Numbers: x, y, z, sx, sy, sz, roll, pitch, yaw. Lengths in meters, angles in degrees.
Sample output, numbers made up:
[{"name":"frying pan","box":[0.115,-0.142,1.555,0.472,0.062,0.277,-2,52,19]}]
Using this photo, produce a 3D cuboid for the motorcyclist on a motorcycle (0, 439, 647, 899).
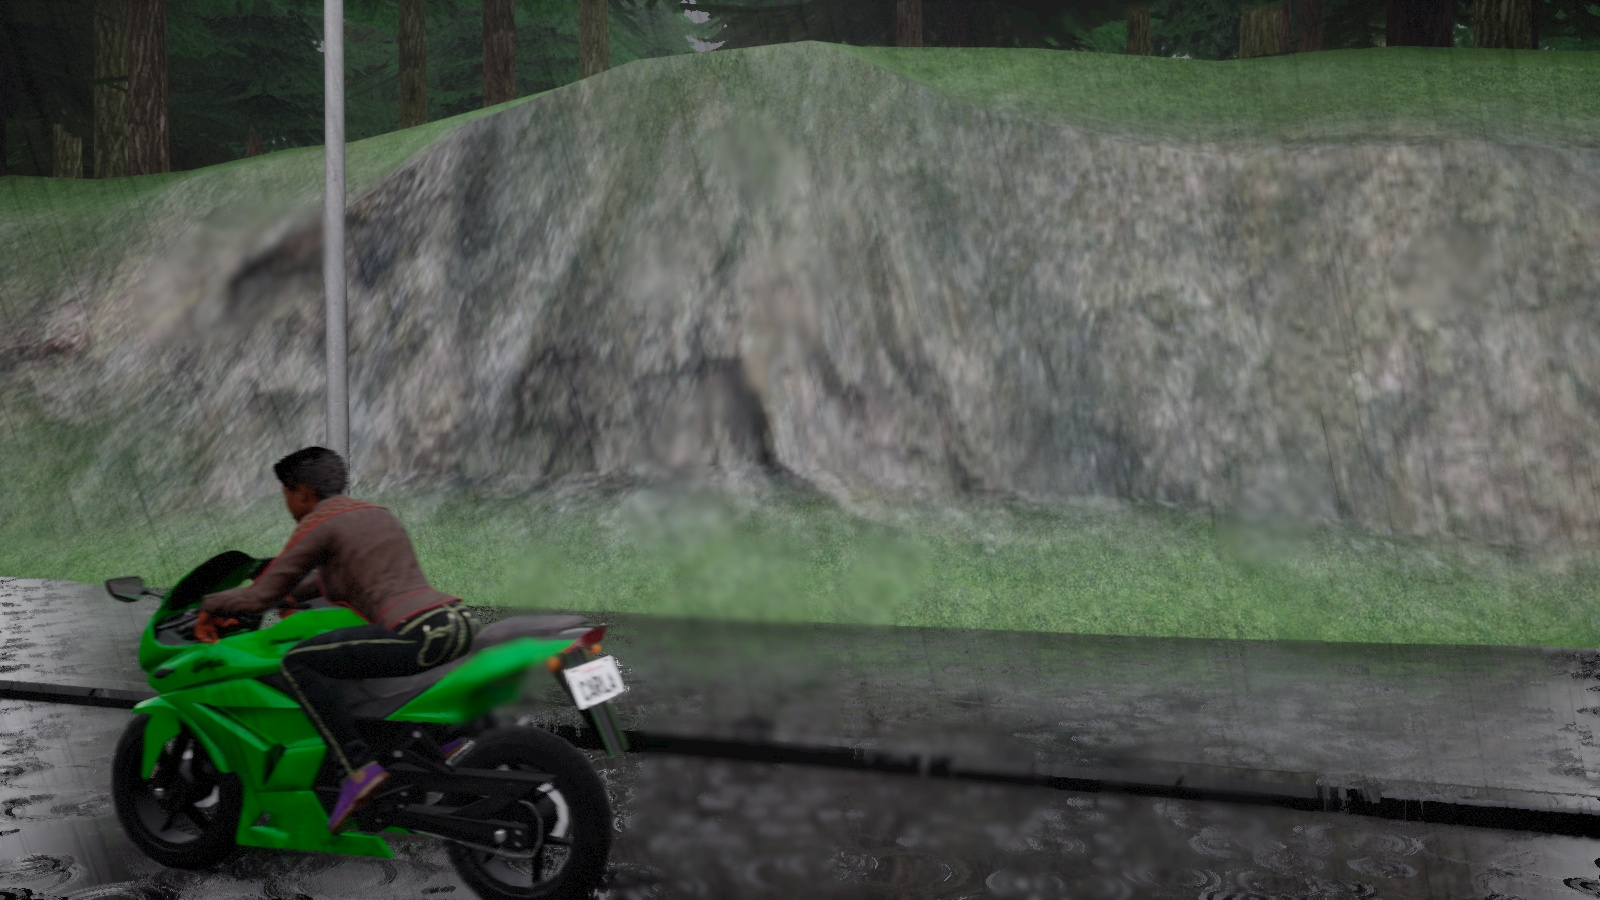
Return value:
[{"name":"motorcyclist on a motorcycle","box":[-1.622,0.734,4.265,2.044,1.523,0.797,1,1,19]}]
